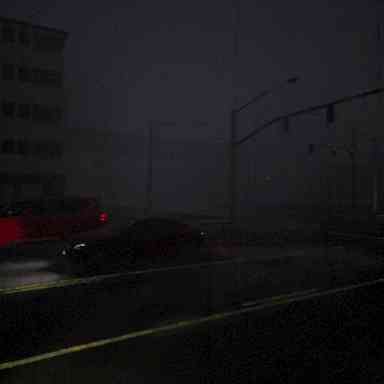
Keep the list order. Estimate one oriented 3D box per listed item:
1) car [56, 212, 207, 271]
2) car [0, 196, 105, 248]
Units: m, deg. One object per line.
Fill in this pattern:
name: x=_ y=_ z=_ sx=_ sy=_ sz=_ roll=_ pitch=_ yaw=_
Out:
car: x=-1.713 y=1.497 z=10.882 sx=4.674 sy=1.442 sz=1.812 roll=0 pitch=0 yaw=-30
car: x=-5.948 y=1.176 z=12.407 sx=5.566 sy=2.045 sz=2.150 roll=0 pitch=0 yaw=-32
